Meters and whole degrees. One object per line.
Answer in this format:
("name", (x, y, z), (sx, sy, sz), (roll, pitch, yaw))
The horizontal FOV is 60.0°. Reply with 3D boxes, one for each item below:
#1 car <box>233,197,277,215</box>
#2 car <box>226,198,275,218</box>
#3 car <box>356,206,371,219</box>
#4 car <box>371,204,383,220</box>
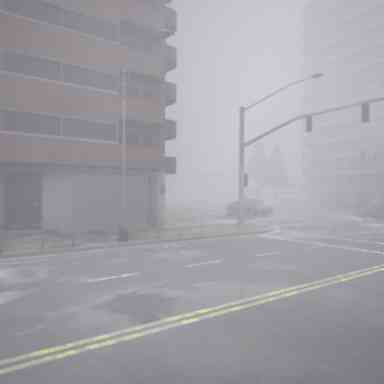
("car", (6.809, 1.491, 36.364), (2.097, 1.767, 4.553), (0, 0, -35))
("car", (5.384, 1.625, 32.296), (1.837, 1.490, 4.892), (0, 0, -35))
("car", (16.111, 1.717, 28.337), (1.994, 1.385, 4.181), (1, 0, -15))
("car", (7.448, 1.280, 9.177), (5.566, 2.045, 2.150), (0, 0, -37))
